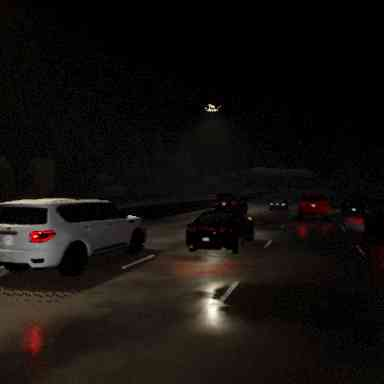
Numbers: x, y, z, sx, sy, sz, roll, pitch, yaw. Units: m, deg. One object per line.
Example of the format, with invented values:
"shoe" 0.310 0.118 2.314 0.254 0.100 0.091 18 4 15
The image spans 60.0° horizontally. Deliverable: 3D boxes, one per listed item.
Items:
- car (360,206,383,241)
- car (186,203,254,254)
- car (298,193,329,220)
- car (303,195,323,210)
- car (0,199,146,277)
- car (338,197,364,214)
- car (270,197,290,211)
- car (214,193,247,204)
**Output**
"car" 9.581 1.555 15.990 1.895 1.301 4.718 0 0 20
"car" 1.319 1.460 13.712 1.882 1.535 5.008 0 0 20
"car" 9.796 1.092 26.933 2.150 2.045 5.566 0 0 19
"car" 14.205 1.212 39.162 2.128 1.511 4.902 0 1 20
"car" -3.527 1.220 10.585 2.150 2.045 5.566 0 0 20
"car" 15.478 1.303 32.369 1.837 1.490 4.892 0 0 20
"car" 9.889 1.313 37.507 2.033 1.411 5.357 0 1 20
"car" 3.603 1.092 30.383 2.150 2.045 5.566 0 1 20
